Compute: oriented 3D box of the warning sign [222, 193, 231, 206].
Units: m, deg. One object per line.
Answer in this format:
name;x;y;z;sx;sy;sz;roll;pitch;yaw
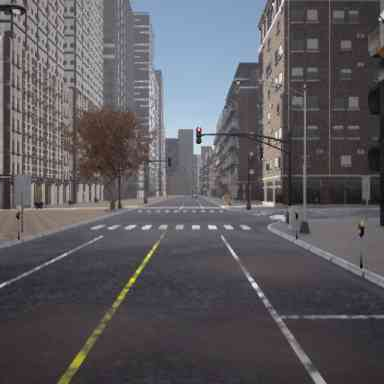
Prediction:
warning sign;5.069;1.135;49.012;1.300;1.860;1.060;0;0;0
